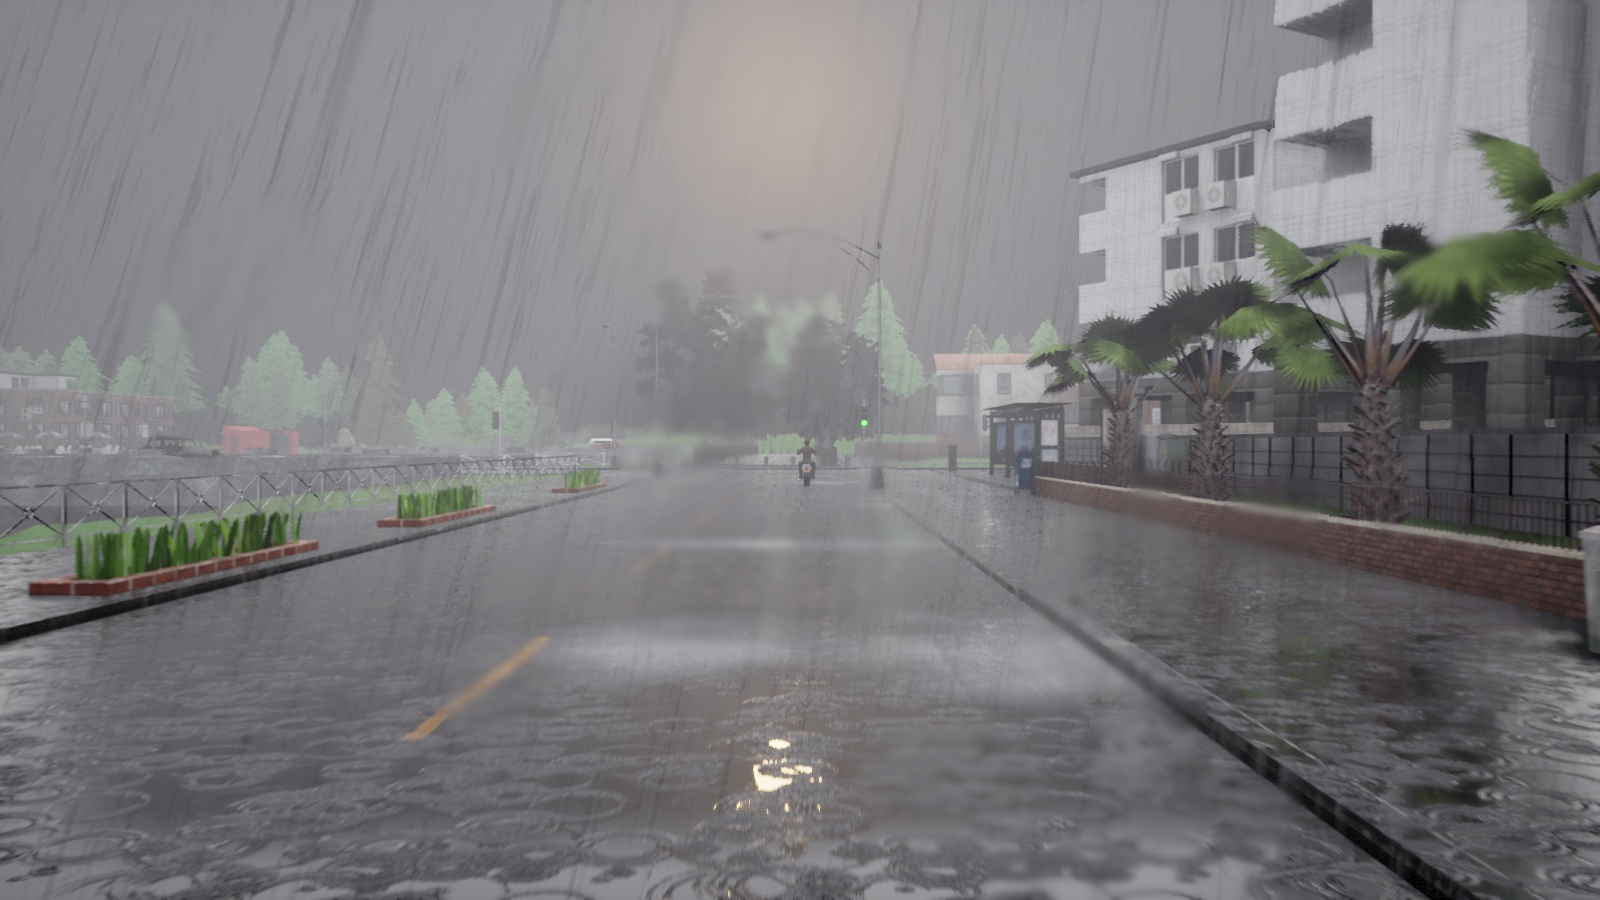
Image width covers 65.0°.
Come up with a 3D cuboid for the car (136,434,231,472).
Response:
[{"bbox_3d":[-31.149,0.159,63.544,3.866,1.878,1.905,0,0,0],"label":"car"}]

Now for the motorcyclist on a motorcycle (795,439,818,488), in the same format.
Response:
[{"bbox_3d":[0.247,0.451,43.669,0.766,1.649,2.350,0,0,1],"label":"motorcyclist on a motorcycle"}]
